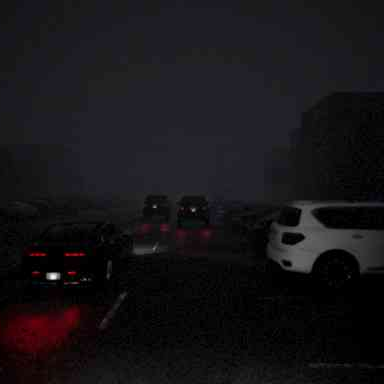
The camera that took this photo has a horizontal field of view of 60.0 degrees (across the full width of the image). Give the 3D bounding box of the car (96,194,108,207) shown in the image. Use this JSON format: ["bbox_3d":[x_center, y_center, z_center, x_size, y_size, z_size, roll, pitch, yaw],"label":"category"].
[{"bbox_3d":[-15.747,1.513,50.583,4.553,1.767,2.185,0,0,0],"label":"car"}]

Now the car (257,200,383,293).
[{"bbox_3d":[4.738,1.233,8.440,5.566,2.045,2.435,0,0,0],"label":"car"}]

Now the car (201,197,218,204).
[{"bbox_3d":[4.732,2.202,89.132,4.553,1.767,2.185,0,-1,0],"label":"car"}]

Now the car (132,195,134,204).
[{"bbox_3d":[-15.789,1.958,72.620,4.792,1.488,2.163,0,-1,0],"label":"car"}]

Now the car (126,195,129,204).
[{"bbox_3d":[-15.715,1.520,64.364,5.566,2.045,2.435,0,-1,0],"label":"car"}]

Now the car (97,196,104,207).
[{"bbox_3d":[-15.739,1.651,47.824,4.792,1.488,2.163,0,0,0],"label":"car"}]

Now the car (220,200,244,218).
[{"bbox_3d":[4.705,1.560,25.238,4.674,1.452,2.002,0,0,0],"label":"car"}]

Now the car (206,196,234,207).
[{"bbox_3d":[4.673,1.542,55.806,4.553,1.767,2.185,0,0,0],"label":"car"}]

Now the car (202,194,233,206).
[{"bbox_3d":[4.675,1.470,61.360,5.566,2.045,2.435,0,-1,0],"label":"car"}]

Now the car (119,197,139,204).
[{"bbox_3d":[-15.751,2.070,83.648,4.553,1.767,2.185,0,-1,0],"label":"car"}]

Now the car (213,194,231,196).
[{"bbox_3d":[4.678,1.477,44.684,4.553,1.767,2.185,0,0,0],"label":"car"}]

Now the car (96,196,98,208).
[{"bbox_3d":[-15.702,1.644,45.068,4.674,1.452,2.002,0,0,0],"label":"car"}]

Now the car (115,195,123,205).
[{"bbox_3d":[-15.547,1.698,58.852,5.366,1.575,1.946,0,0,0],"label":"car"}]

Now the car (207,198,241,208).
[{"bbox_3d":[4.711,1.633,50.125,4.892,1.521,2.231,0,0,0],"label":"car"}]

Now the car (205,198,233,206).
[{"bbox_3d":[4.702,1.731,58.582,4.674,1.452,2.002,0,0,0],"label":"car"}]

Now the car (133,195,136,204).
[{"bbox_3d":[-15.797,1.865,75.381,4.553,1.767,2.185,0,-1,0],"label":"car"}]

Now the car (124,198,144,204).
[{"bbox_3d":[-15.984,2.394,91.918,5.366,1.575,1.946,0,-1,0],"label":"car"}]

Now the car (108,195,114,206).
[{"bbox_3d":[-15.716,1.656,53.340,5.008,1.535,2.097,0,0,0],"label":"car"}]

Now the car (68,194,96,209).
[{"bbox_3d":[-15.727,1.337,42.312,5.566,2.045,2.435,0,0,0],"label":"car"}]

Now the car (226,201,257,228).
[{"bbox_3d":[4.715,1.506,19.679,4.892,1.521,2.231,0,0,0],"label":"car"}]

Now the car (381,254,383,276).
[{"bbox_3d":[4.681,1.510,2.880,4.792,1.488,2.163,0,0,0],"label":"car"}]

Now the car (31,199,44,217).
[{"bbox_3d":[-15.669,1.563,28.488,4.674,1.452,2.002,0,0,0],"label":"car"}]

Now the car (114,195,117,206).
[{"bbox_3d":[-15.724,1.717,56.094,4.674,1.452,2.002,0,0,0],"label":"car"}]

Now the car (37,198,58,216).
[{"bbox_3d":[-15.706,1.562,31.282,4.792,1.488,2.163,0,0,0],"label":"car"}]

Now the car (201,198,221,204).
[{"bbox_3d":[4.731,2.218,83.572,4.792,1.488,2.163,0,-1,0],"label":"car"}]

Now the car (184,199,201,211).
[{"bbox_3d":[0.096,1.660,42.848,2.033,1.411,5.357,0,0,0],"label":"car"}]

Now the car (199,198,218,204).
[{"bbox_3d":[4.515,2.389,91.785,5.366,1.575,1.946,0,-1,0],"label":"car"}]

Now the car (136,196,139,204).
[{"bbox_3d":[-15.800,1.807,78.138,5.566,2.045,2.435,0,-1,0],"label":"car"}]

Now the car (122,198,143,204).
[{"bbox_3d":[-15.979,2.328,89.159,5.366,1.575,1.946,0,-1,0],"label":"car"}]

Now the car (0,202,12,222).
[{"bbox_3d":[-15.631,1.535,23.011,4.792,1.488,2.163,0,0,0],"label":"car"}]

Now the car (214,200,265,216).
[{"bbox_3d":[4.736,1.579,33.576,4.792,1.488,2.163,0,0,0],"label":"car"}]

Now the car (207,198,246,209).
[{"bbox_3d":[4.891,1.614,47.345,5.366,1.575,1.946,0,0,0],"label":"car"}]

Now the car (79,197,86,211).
[{"bbox_3d":[-15.664,1.602,39.552,4.792,1.488,2.163,0,0,0],"label":"car"}]

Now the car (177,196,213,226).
[{"bbox_3d":[0.097,1.259,23.937,2.150,2.045,5.566,0,0,0],"label":"car"}]

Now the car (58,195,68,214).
[{"bbox_3d":[-15.651,1.419,34.040,4.553,1.767,2.185,0,0,0],"label":"car"}]

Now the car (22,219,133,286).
[{"bbox_3d":[-2.900,1.511,9.374,1.837,1.490,4.892,0,0,0],"label":"car"}]

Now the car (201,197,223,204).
[{"bbox_3d":[4.707,2.044,77.891,5.008,1.535,2.097,0,-1,0],"label":"car"}]

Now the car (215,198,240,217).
[{"bbox_3d":[4.713,1.529,27.892,4.892,1.521,2.231,0,0,0],"label":"car"}]

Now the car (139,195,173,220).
[{"bbox_3d":[-2.902,1.273,28.770,2.150,2.045,5.566,0,0,0],"label":"car"}]

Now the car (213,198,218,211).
[{"bbox_3d":[4.701,1.538,30.671,5.008,1.535,2.097,0,0,0],"label":"car"}]

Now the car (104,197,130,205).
[{"bbox_3d":[-15.749,1.867,69.870,5.008,1.535,2.097,0,-1,0],"label":"car"}]

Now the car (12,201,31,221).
[{"bbox_3d":[-15.636,1.543,25.767,4.792,1.488,2.163,0,0,0],"label":"car"}]

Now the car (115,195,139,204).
[{"bbox_3d":[-15.748,1.876,80.895,5.566,2.045,2.435,0,-1,0],"label":"car"}]

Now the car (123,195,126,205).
[{"bbox_3d":[-15.710,1.483,61.607,5.566,2.045,2.435,0,-1,0],"label":"car"}]

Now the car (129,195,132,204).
[{"bbox_3d":[-15.721,1.567,67.117,5.566,2.045,2.435,0,-1,0],"label":"car"}]

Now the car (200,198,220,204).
[{"bbox_3d":[4.696,2.259,86.352,5.008,1.535,2.097,0,-1,0],"label":"car"}]

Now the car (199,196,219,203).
[{"bbox_3d":[4.670,2.206,94.574,5.566,2.045,2.435,0,-1,0],"label":"car"}]

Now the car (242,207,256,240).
[{"bbox_3d":[4.706,1.533,14.123,4.674,1.452,2.002,0,0,0],"label":"car"}]

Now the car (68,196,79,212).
[{"bbox_3d":[-15.683,1.558,36.796,5.008,1.535,2.097,0,0,0],"label":"car"}]
